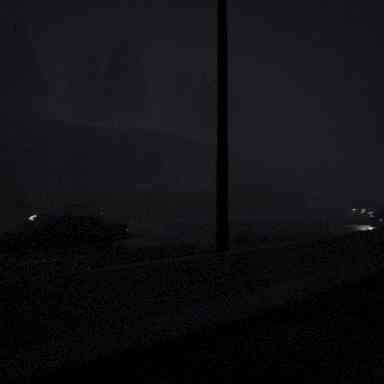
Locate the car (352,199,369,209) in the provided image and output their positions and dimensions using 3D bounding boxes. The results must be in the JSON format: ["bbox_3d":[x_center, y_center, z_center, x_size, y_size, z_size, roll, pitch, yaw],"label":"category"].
[{"bbox_3d":[25.076,1.720,48.536,2.033,1.411,5.357,0,0,42],"label":"car"}]

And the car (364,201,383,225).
[{"bbox_3d":[14.394,1.609,23.692,4.674,1.442,1.812,0,0,-40],"label":"car"}]

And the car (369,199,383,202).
[{"bbox_3d":[25.084,1.753,43.329,1.895,1.301,4.718,0,0,44],"label":"car"}]

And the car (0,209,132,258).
[{"bbox_3d":[-5.119,1.603,13.248,5.357,1.411,2.033,0,0,-36],"label":"car"}]

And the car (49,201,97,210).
[{"bbox_3d":[-7.704,1.434,20.023,4.553,1.767,2.097,0,0,-36],"label":"car"}]
